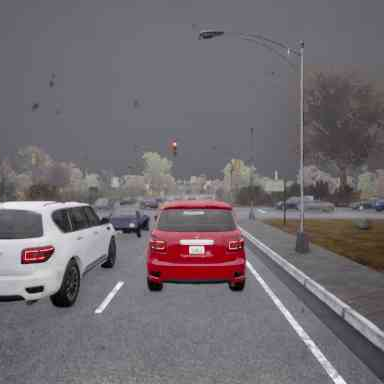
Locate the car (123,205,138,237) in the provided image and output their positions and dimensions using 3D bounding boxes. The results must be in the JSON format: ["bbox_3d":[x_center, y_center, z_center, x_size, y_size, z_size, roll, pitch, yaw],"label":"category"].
[{"bbox_3d":[-3.412,1.601,17.860,1.895,1.301,4.718,0,0,0],"label":"car"}]

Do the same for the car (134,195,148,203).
[{"bbox_3d":[-10.550,1.493,68.652,2.128,1.511,4.902,0,0,0],"label":"car"}]

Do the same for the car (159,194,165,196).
[{"bbox_3d":[-7.050,1.601,69.228,1.895,1.301,4.718,0,0,0],"label":"car"}]

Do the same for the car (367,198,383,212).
[{"bbox_3d":[23.085,1.212,37.008,5.566,2.045,2.150,0,0,3],"label":"car"}]

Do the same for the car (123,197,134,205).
[{"bbox_3d":[-10.626,1.547,55.170,2.033,1.411,5.357,0,0,0],"label":"car"}]

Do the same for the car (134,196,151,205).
[{"bbox_3d":[-5.732,1.548,43.464,2.033,1.411,5.357,0,0,-19],"label":"car"}]

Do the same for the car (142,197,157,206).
[{"bbox_3d":[-7.125,1.601,56.132,1.895,1.301,4.718,0,0,0],"label":"car"}]

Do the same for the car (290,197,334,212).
[{"bbox_3d":[13.750,1.564,37.511,4.181,1.385,1.994,0,0,3],"label":"car"}]

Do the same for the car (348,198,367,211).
[{"bbox_3d":[21.732,1.498,40.588,4.892,1.490,1.837,0,0,3],"label":"car"}]

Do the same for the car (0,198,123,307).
[{"bbox_3d":[-3.406,1.221,8.092,2.150,2.045,5.566,0,0,0],"label":"car"}]

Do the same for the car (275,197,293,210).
[{"bbox_3d":[12.602,1.352,41.081,4.553,1.767,2.097,0,0,3],"label":"car"}]

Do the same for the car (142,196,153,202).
[{"bbox_3d":[-10.557,1.595,78.683,1.895,1.301,4.718,0,0,0],"label":"car"}]

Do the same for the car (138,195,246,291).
[{"bbox_3d":[0.091,1.221,9.153,2.150,2.045,5.566,0,0,0],"label":"car"}]

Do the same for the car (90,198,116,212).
[{"bbox_3d":[-10.628,1.505,40.208,1.837,1.490,4.892,0,0,0],"label":"car"}]

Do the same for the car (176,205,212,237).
[{"bbox_3d":[0.087,1.526,18.847,1.812,1.442,4.674,0,0,0],"label":"car"}]

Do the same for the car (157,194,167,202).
[{"bbox_3d":[-7.058,1.355,79.152,2.097,1.767,4.553,0,0,0],"label":"car"}]
